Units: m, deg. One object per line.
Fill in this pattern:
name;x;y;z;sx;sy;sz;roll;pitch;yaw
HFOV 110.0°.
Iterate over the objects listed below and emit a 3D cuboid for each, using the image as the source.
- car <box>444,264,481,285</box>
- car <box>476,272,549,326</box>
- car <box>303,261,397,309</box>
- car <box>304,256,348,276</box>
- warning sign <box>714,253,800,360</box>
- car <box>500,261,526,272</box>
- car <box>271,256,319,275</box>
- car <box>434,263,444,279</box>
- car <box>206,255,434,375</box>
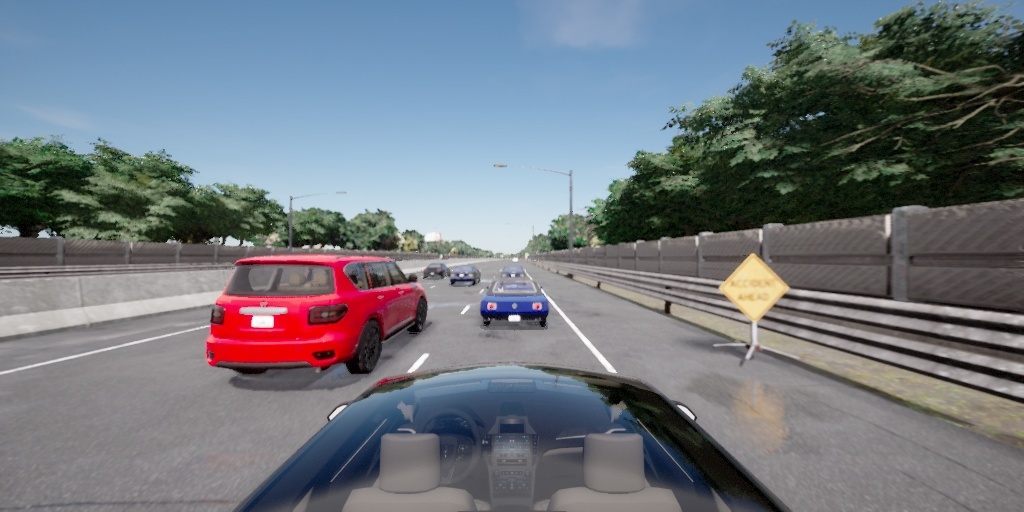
car;-3.415;1.358;26.931;2.033;1.411;5.357;0;0;0
car;0.081;1.377;11.795;1.895;1.301;4.718;0;0;0
car;-6.909;1.138;15.958;2.097;1.767;4.553;0;0;0
car;-21.088;1.056;41.006;2.150;2.045;5.566;0;0;0
warning sign;4.550;0.879;6.748;1.300;1.860;1.060;0;0;0
car;0.084;1.357;26.951;2.033;1.411;5.357;0;0;0
car;-24.587;1.057;40.973;2.150;2.045;5.566;0;0;0
car;-6.903;1.348;33.274;1.812;1.442;4.674;0;0;0
car;-3.439;0.991;7.649;2.150;2.045;5.566;0;0;0
